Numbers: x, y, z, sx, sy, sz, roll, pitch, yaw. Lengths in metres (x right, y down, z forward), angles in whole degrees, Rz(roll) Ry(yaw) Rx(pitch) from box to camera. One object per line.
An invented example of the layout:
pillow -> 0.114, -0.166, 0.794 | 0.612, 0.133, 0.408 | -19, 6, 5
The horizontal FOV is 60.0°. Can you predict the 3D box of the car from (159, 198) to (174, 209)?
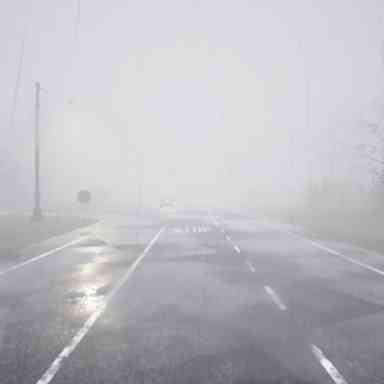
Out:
car -> -3.405, 1.484, 45.581 | 2.033, 1.411, 5.357 | 0, 0, 0
